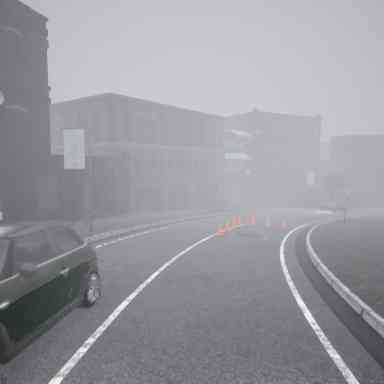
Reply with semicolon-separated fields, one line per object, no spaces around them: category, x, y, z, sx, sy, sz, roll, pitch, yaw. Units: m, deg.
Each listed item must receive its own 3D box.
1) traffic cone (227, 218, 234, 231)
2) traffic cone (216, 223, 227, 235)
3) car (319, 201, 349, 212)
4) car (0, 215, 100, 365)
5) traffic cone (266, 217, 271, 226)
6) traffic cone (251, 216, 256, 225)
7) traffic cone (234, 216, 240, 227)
traffic cone;2.062;1.926;19.235;0.340;0.580;0.340;2;1;18
traffic cone;1.462;1.925;17.327;0.340;0.580;0.340;2;0;17
car;18.263;1.822;42.664;4.181;1.385;1.994;2;3;-35
car;-3.084;1.327;4.911;2.097;1.767;4.553;0;0;6
traffic cone;5.160;1.994;22.449;0.340;0.580;0.340;2;1;17
traffic cone;4.206;1.958;22.744;0.340;0.580;0.340;2;1;17
traffic cone;2.662;1.925;21.142;0.340;0.580;0.340;2;1;17
